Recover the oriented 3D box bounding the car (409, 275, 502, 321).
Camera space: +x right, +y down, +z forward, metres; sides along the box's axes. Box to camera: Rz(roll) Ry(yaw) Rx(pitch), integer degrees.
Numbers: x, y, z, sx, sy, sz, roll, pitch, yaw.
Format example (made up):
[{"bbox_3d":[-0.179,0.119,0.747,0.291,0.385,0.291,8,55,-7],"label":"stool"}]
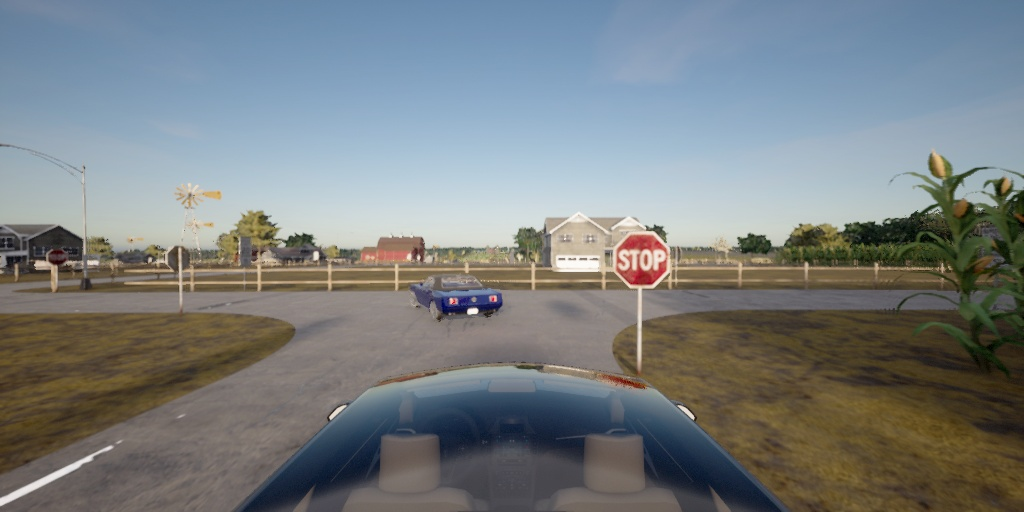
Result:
[{"bbox_3d":[-2.141,1.275,12.180,1.895,1.301,4.718,0,0,-28],"label":"car"}]
